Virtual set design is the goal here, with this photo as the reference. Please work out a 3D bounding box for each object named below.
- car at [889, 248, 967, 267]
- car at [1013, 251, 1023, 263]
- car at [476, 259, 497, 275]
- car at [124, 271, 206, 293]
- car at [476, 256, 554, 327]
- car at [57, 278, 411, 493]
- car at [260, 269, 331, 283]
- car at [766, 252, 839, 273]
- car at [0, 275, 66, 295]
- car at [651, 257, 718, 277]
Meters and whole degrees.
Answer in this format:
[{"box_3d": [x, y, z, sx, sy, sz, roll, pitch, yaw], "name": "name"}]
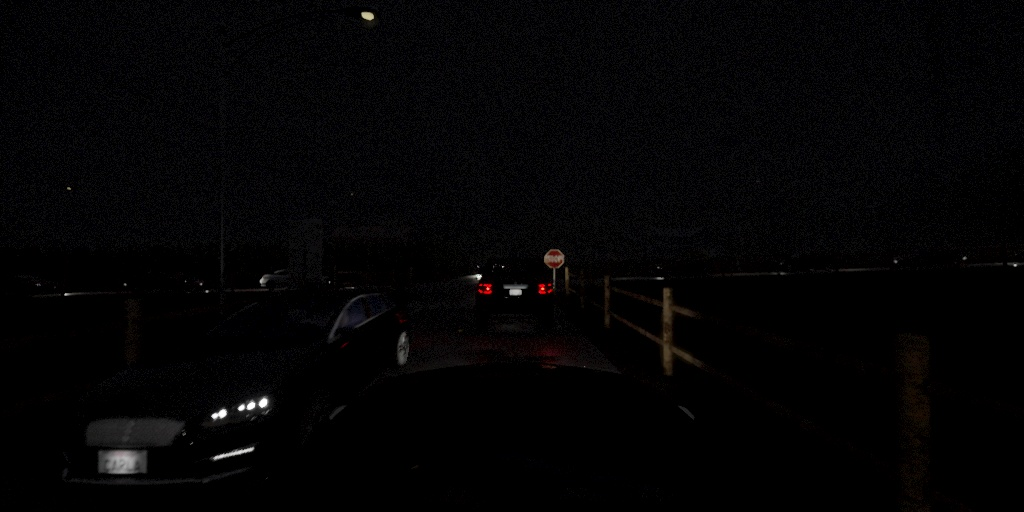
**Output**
[{"box_3d": [33.244, 0.109, 28.775, 4.902, 1.511, 2.128, -2, -2, 0], "name": "car"}, {"box_3d": [43.400, -0.257, 28.762, 4.674, 1.442, 1.812, -2, -2, 0], "name": "car"}, {"box_3d": [-2.907, 1.189, 41.213, 2.097, 1.767, 4.553, 0, 0, 0], "name": "car"}, {"box_3d": [-24.753, 1.821, 25.710, 4.902, 1.511, 2.128, -1, -2, 0], "name": "car"}, {"box_3d": [0.050, 1.005, 11.835, 2.150, 2.045, 5.566, 0, 0, -1], "name": "car"}, {"box_3d": [-2.856, 1.253, 5.079, 2.128, 1.511, 4.902, 0, 0, 0], "name": "car"}, {"box_3d": [-15.424, 1.655, 25.723, 4.674, 1.442, 1.812, -1, -2, 0], "name": "car"}, {"box_3d": [23.176, 0.487, 28.758, 5.008, 1.535, 1.882, -2, -2, 0], "name": "car"}, {"box_3d": [-35.078, 2.065, 25.698, 4.674, 1.442, 1.812, -1, -2, 0], "name": "car"}, {"box_3d": [13.697, 0.849, 28.712, 5.008, 1.535, 1.882, -2, -2, -1], "name": "car"}]
